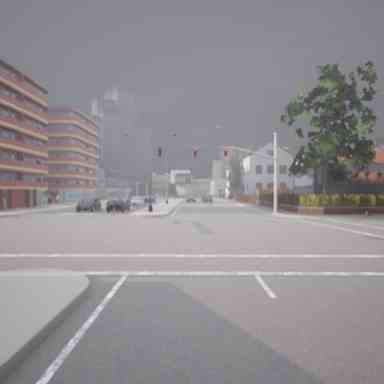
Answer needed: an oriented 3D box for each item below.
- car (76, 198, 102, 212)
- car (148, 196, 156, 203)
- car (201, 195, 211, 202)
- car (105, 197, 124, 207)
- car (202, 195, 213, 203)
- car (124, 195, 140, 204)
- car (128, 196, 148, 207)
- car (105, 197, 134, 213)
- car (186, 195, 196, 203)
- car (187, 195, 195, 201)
[{"bbox_3d":[-11.702,1.480,37.927,1.837,1.490,4.892,0,0,0],"label":"car"},{"bbox_3d":[-8.213,1.436,65.364,1.882,1.535,5.008,0,1,1],"label":"car"},{"bbox_3d":[3.271,1.442,79.068,2.128,1.511,4.902,0,0,0],"label":"car"},{"bbox_3d":[-11.729,1.494,50.512,1.812,1.442,4.674,0,1,0],"label":"car"},{"bbox_3d":[3.301,1.503,68.651,2.033,1.411,5.357,0,0,0],"label":"car"},{"bbox_3d":[-11.710,1.451,65.258,2.128,1.511,4.902,0,0,0],"label":"car"},{"bbox_3d":[-8.229,1.493,49.963,1.812,1.442,4.674,0,0,0],"label":"car"},{"bbox_3d":[-8.197,1.577,37.258,1.895,1.301,4.718,0,0,0],"label":"car"},{"bbox_3d":[-0.200,1.481,69.057,1.812,1.442,4.674,0,0,0],"label":"car"},{"bbox_3d":[-0.229,1.441,79.057,1.812,1.442,4.674,0,0,0],"label":"car"}]
